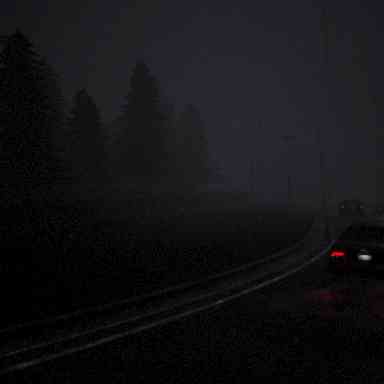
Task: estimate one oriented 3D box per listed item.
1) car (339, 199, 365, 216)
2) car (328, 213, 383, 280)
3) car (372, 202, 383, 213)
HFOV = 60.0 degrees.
[{"bbox_3d":[15.497,1.447,32.412,2.097,1.767,4.553,0,0,22],"label":"car"},{"bbox_3d":[5.415,1.574,9.813,2.033,1.411,5.357,0,0,34],"label":"car"},{"bbox_3d":[20.644,1.686,35.716,1.895,1.301,4.718,0,0,22],"label":"car"}]
